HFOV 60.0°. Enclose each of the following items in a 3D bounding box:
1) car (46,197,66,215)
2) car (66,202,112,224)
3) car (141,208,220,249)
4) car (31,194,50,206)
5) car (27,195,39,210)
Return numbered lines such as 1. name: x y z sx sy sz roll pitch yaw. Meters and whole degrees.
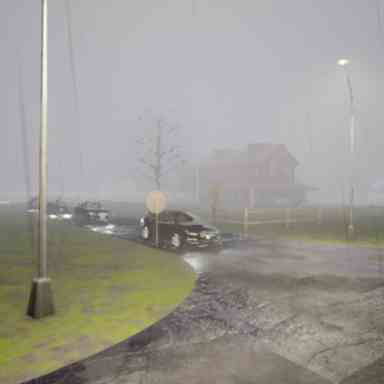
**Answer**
1. car: -13.935 1.550 34.310 1.994 1.385 4.181 1 0 -35
2. car: -7.648 1.504 25.333 2.128 1.511 4.902 1 0 -35
3. car: -0.688 1.548 15.204 1.837 1.490 4.892 1 0 -33
4. car: -25.749 1.305 56.288 2.097 1.767 4.553 1 0 -35
5. car: -19.968 1.488 42.991 1.812 1.442 4.674 1 0 -34
